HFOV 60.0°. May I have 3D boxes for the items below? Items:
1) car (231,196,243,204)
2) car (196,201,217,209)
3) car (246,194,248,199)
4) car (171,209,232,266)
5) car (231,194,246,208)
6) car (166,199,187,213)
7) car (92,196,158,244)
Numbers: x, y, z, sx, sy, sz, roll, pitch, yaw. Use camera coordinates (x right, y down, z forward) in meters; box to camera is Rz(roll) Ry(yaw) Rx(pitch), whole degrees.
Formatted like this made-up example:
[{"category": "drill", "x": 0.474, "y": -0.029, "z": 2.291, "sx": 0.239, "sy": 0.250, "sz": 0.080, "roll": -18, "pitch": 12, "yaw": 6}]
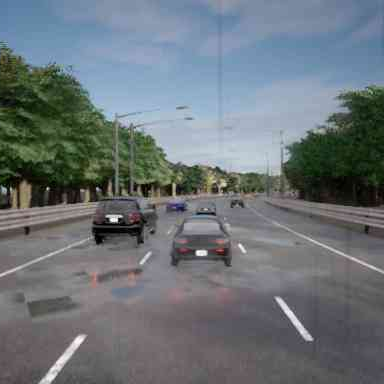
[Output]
[{"category": "car", "x": 8.615, "y": 1.481, "z": 62.789, "sx": 2.128, "sy": 1.511, "sz": 4.902, "roll": 0, "pitch": 0, "yaw": 9}, {"category": "car", "x": 1.361, "y": 1.545, "z": 30.725, "sx": 2.033, "sy": 1.411, "sz": 5.357, "roll": 0, "pitch": 0, "yaw": 4}, {"category": "car", "x": 11.541, "y": 1.335, "z": 78.942, "sx": 2.097, "sy": 1.767, "sz": 4.553, "roll": 0, "pitch": 0, "yaw": 12}, {"category": "car", "x": 0.338, "y": 1.525, "z": 11.507, "sx": 1.812, "sy": 1.442, "sz": 4.674, "roll": 0, "pitch": 0, "yaw": 2}, {"category": "car", "x": 6.667, "y": 1.496, "z": 49.232, "sx": 1.837, "sy": 1.490, "sz": 4.892, "roll": 0, "pitch": 0, "yaw": 7}, {"category": "car", "x": -1.618, "y": 1.470, "z": 36.788, "sx": 1.882, "sy": 1.535, "sz": 5.008, "roll": 0, "pitch": 0, "yaw": 5}, {"category": "car", "x": -3.024, "y": 1.217, "z": 16.011, "sx": 2.150, "sy": 2.045, "sz": 5.566, "roll": 0, "pitch": 0, "yaw": 2}]
